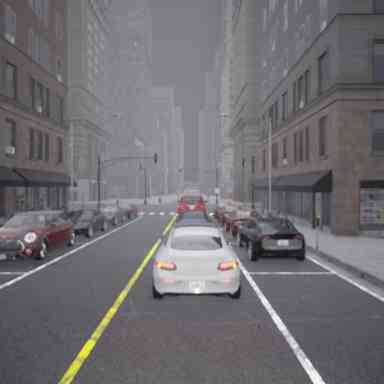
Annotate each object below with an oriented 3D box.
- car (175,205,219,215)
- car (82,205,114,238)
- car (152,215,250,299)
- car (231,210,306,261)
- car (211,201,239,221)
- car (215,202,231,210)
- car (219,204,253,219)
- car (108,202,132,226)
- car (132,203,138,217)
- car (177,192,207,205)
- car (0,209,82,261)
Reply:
[{"bbox_3d":[0.090,1.572,16.820,1.994,1.385,4.181,0,0,0],"label":"car"},{"bbox_3d":[-5.780,1.575,17.592,1.947,1.339,4.313,-1,0,0],"label":"car"},{"bbox_3d":[0.097,1.529,8.334,1.812,1.442,4.674,0,0,0],"label":"car"},{"bbox_3d":[2.747,1.572,12.090,1.947,1.339,4.313,-1,0,0],"label":"car"},{"bbox_3d":[2.740,1.561,28.606,1.887,1.381,4.507,-1,0,0],"label":"car"},{"bbox_3d":[2.743,1.557,23.100,1.887,1.381,4.507,-1,0,0],"label":"car"},{"bbox_3d":[2.745,1.554,17.595,1.887,1.381,4.507,-1,0,0],"label":"car"},{"bbox_3d":[-5.782,1.563,23.097,2.008,1.369,4.403,-1,0,0],"label":"car"},{"bbox_3d":[-5.784,1.561,28.603,1.887,1.381,4.507,-1,0,0],"label":"car"},{"bbox_3d":[-0.010,1.236,26.207,2.150,2.045,5.566,0,0,0],"label":"car"},{"bbox_3d":[-5.780,1.446,12.087,1.967,1.590,4.097,-1,0,0],"label":"car"}]
